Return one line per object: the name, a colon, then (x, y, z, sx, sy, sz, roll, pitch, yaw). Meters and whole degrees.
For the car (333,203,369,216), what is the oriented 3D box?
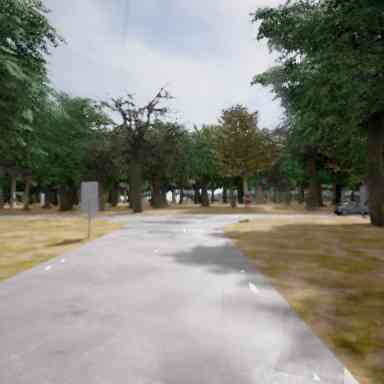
car: (17.550, 1.879, 35.937, 4.181, 1.385, 1.994, 0, -2, 2)
